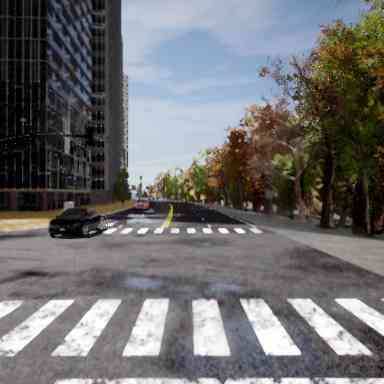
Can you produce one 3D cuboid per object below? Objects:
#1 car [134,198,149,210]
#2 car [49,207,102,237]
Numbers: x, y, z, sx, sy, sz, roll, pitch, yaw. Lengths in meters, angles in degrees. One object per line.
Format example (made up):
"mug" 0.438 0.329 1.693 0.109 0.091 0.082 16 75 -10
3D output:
"car" -8.153 1.922 53.891 2.097 1.767 4.553 0 -1 -3
"car" -6.754 1.700 19.683 1.882 1.535 5.008 0 -1 -1
